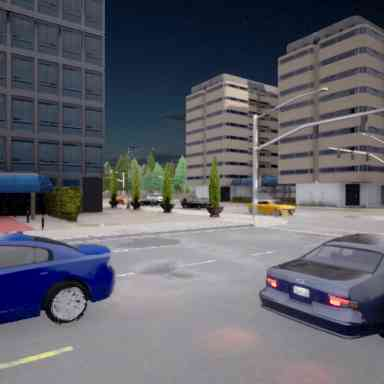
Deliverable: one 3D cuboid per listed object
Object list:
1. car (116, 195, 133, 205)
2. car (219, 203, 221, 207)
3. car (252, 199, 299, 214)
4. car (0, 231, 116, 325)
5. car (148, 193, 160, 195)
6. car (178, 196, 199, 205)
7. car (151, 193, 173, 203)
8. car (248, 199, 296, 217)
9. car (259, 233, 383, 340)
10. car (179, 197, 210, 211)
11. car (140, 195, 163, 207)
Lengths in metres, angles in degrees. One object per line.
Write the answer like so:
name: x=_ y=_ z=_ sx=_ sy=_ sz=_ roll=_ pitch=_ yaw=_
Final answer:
car: x=-12.026 y=1.347 z=59.541 sx=2.097 sy=1.767 sz=4.553 roll=0 pitch=0 yaw=-35
car: x=1.930 y=1.486 z=45.645 sx=2.128 sy=1.511 sz=4.902 roll=0 pitch=0 yaw=-35
car: x=8.872 y=1.499 z=35.809 sx=1.837 sy=1.490 sz=4.892 roll=0 pitch=0 yaw=-36
car: x=-3.807 y=1.477 z=5.573 sx=5.008 sy=1.535 sz=1.882 roll=0 pitch=0 yaw=-36
car: x=-5.697 y=1.217 z=56.555 sx=2.150 sy=2.045 sz=5.566 roll=0 pitch=0 yaw=-35
car: x=-0.647 y=1.556 z=61.855 sx=1.994 sy=1.385 sz=4.181 roll=0 pitch=0 yaw=-34
car: x=-6.367 y=1.216 z=69.982 sx=2.150 sy=2.045 sz=5.566 roll=0 pitch=0 yaw=-35
car: x=7.476 y=1.472 z=31.424 sx=1.882 sy=1.535 sz=5.008 roll=0 pitch=0 yaw=-33
car: x=3.702 y=1.546 z=6.462 sx=5.357 sy=1.411 sz=2.033 roll=0 pitch=0 yaw=-35
car: x=0.604 y=1.596 z=41.436 sx=1.895 sy=1.301 sz=4.718 roll=0 pitch=0 yaw=-35
car: x=-6.101 y=1.596 z=51.013 sx=1.895 sy=1.301 sz=4.718 roll=0 pitch=0 yaw=-35
